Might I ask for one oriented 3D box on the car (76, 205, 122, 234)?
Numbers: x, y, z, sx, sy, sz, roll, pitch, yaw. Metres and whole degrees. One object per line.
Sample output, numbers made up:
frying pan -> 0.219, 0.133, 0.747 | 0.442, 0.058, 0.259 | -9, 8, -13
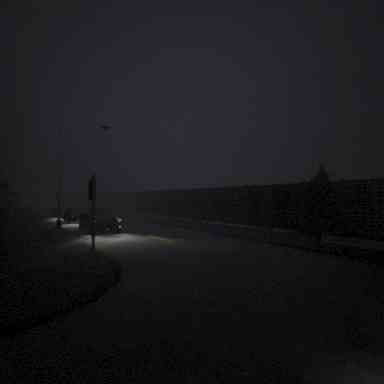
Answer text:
car -> -6.336, 1.815, 22.846 | 2.097, 1.767, 4.553 | 1, -1, -28

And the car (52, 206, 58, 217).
car -> -16.431, 2.445, 41.922 | 1.895, 1.301, 4.718 | 1, -1, -28

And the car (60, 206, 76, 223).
car -> -11.297, 2.197, 32.191 | 2.033, 1.411, 5.357 | 1, -1, -28
